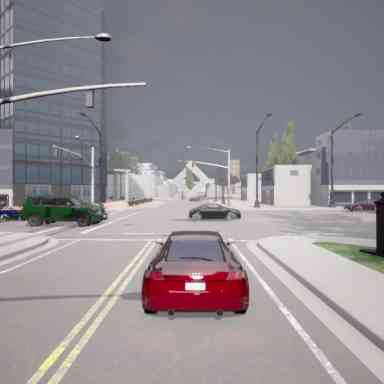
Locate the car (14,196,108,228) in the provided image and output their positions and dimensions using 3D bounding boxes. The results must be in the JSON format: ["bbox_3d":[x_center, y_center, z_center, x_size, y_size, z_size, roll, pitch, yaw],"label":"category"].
[{"bbox_3d":[-8.541,1.261,22.377,5.566,2.045,2.150,0,0,6],"label":"car"}]

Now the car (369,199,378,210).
[{"bbox_3d":[21.522,1.167,33.567,5.566,2.045,2.150,0,0,0],"label":"car"}]

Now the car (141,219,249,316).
[{"bbox_3d":[0.070,1.564,7.623,1.994,1.385,4.181,0,0,0],"label":"car"}]

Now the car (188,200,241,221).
[{"bbox_3d":[1.750,1.571,26.215,4.181,1.385,1.994,0,0,0],"label":"car"}]

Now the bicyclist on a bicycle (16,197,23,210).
[{"bbox_3d":[-22.002,1.466,42.502,0.582,1.620,1.656,-1,0,0],"label":"bicyclist on a bicycle"}]

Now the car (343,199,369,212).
[{"bbox_3d":[19.846,1.502,37.070,5.357,1.411,2.033,0,0,-1],"label":"car"}]

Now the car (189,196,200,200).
[{"bbox_3d":[0.688,1.595,76.964,1.895,1.301,4.718,0,0,12],"label":"car"}]

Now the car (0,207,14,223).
[{"bbox_3d":[-15.677,1.701,26.076,4.718,1.301,1.895,-1,0,0],"label":"car"}]
